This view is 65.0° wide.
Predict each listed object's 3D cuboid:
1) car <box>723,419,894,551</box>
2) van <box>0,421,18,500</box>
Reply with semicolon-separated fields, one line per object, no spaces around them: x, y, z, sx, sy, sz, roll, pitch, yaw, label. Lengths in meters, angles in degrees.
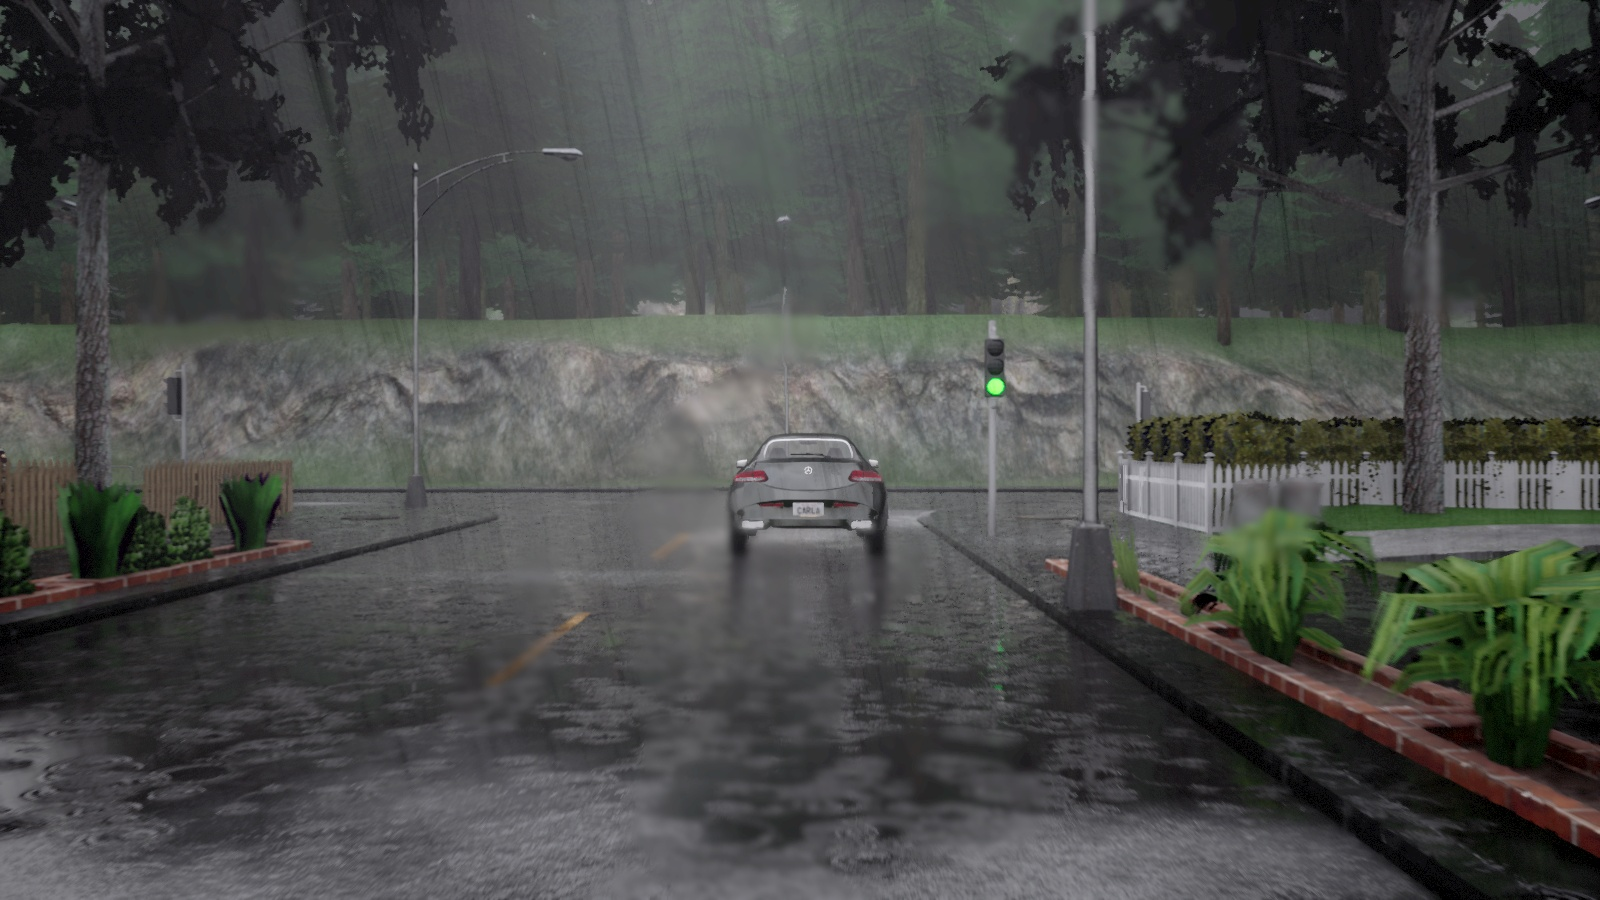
0.119;0.422;18.260;2.152;1.651;5.027;0;0;0;car
-22.848;0.271;32.053;4.480;2.038;2.069;0;0;0;van
